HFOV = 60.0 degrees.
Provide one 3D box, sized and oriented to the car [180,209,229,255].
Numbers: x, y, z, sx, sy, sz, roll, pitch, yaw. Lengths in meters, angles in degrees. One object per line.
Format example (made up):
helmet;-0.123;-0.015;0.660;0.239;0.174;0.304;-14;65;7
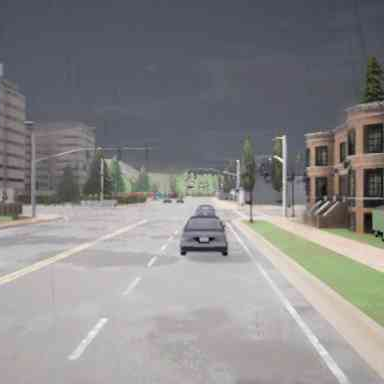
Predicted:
car;0.518;1.678;13.831;2.033;1.411;5.357;0;-1;3

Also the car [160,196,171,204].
car;-6.698;2.415;89.488;1.895;1.301;4.718;0;-1;2

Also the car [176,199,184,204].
car;-3.202;2.421;89.336;1.895;1.301;4.718;0;-1;2

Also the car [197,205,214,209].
car;1.181;1.819;28.814;2.033;1.411;5.357;0;-1;3
